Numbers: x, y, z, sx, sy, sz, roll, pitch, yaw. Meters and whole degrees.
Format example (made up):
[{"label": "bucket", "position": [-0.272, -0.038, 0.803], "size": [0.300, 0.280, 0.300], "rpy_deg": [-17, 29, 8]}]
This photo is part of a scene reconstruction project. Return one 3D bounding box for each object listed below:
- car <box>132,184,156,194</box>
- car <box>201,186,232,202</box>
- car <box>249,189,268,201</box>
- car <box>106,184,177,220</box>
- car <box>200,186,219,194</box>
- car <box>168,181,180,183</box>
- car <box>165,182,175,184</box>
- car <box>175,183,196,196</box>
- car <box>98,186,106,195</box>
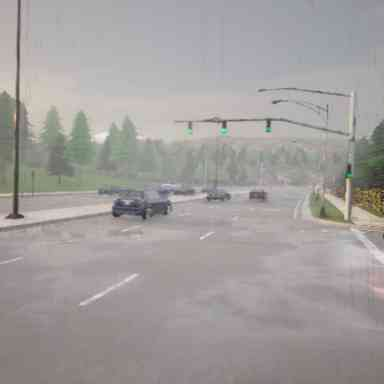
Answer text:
[{"label": "car", "position": [-7.581, -0.494, 53.141], "size": [1.994, 1.385, 4.181], "rpy_deg": [3, 2, 20]}, {"label": "car", "position": [3.135, 0.355, 38.138], "size": [2.033, 1.411, 5.357], "rpy_deg": [3, 2, 19]}, {"label": "car", "position": [8.789, 0.292, 43.603], "size": [1.882, 1.535, 5.008], "rpy_deg": [3, 2, 20]}, {"label": "car", "position": [-2.838, 0.571, 19.887], "size": [2.097, 1.767, 4.553], "rpy_deg": [3, 2, 17]}, {"label": "car", "position": [3.313, -0.463, 62.689], "size": [2.033, 1.411, 5.357], "rpy_deg": [3, 2, 20]}, {"label": "car", "position": [-3.804, -1.057, 63.525], "size": [2.150, 2.045, 5.566], "rpy_deg": [3, 2, 20]}, {"label": "car", "position": [-4.358, -0.076, 41.359], "size": [1.882, 1.535, 5.008], "rpy_deg": [3, 2, 20]}, {"label": "car", "position": [-1.030, -0.208, 50.712], "size": [2.033, 1.411, 5.357], "rpy_deg": [3, 2, 20]}, {"label": "car", "position": [-10.688, -0.306, 44.408], "size": [1.994, 1.385, 4.181], "rpy_deg": [3, 2, 20]}]
